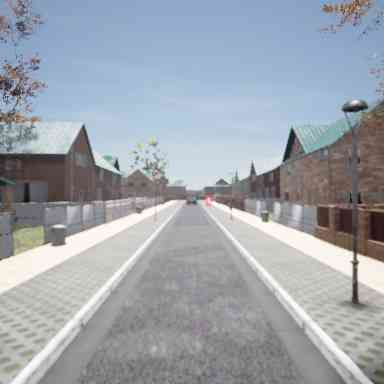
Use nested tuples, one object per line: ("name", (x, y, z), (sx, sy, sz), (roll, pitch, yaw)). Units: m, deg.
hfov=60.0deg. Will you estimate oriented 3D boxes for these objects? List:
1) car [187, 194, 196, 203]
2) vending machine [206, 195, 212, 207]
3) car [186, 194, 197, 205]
("car", (-0.036, 1.530, 80.370), (2.150, 2.045, 5.566), (0, 0, 0))
("vending machine", (2.958, 1.528, 57.882), (1.100, 2.100, 0.880), (-1, -2, 0))
("car", (-0.031, 1.729, 66.389), (2.097, 1.767, 4.553), (0, 0, 0))
